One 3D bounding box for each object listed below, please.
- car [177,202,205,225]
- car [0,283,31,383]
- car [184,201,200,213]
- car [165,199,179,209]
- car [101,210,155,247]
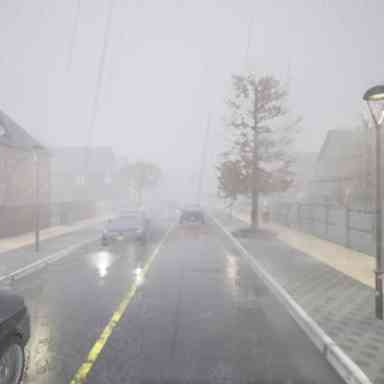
[{"bbox_3d":[0.041,1.666,25.263,1.812,1.442,4.674,0,0,0],"label":"car"},{"bbox_3d":[-2.853,1.540,2.298,1.812,1.442,4.674,0,0,0],"label":"car"},{"bbox_3d":[0.024,1.859,41.319,1.895,1.301,4.718,0,0,0],"label":"car"},{"bbox_3d":[-2.875,1.843,50.463,1.837,1.490,4.892,0,-1,0],"label":"car"},{"bbox_3d":[-2.852,1.610,15.693,1.812,1.442,4.674,0,0,0],"label":"car"}]
